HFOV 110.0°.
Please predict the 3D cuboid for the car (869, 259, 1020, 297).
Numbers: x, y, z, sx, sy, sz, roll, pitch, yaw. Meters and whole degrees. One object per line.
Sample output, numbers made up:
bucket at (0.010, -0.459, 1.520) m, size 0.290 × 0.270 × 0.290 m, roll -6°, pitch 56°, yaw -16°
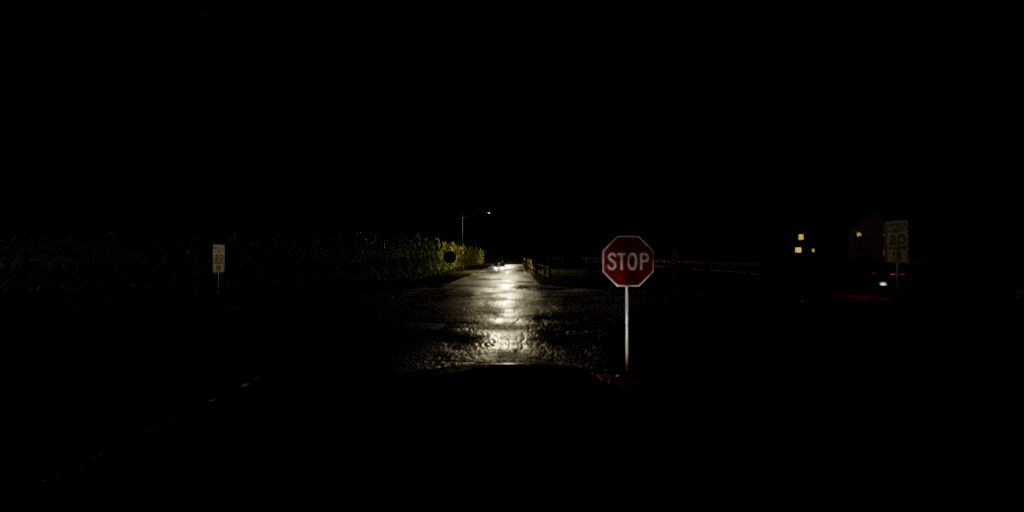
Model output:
car at (18.021, 0.872, 15.078) m, size 4.892 × 1.490 × 1.837 m, roll -1°, pitch -1°, yaw 0°
